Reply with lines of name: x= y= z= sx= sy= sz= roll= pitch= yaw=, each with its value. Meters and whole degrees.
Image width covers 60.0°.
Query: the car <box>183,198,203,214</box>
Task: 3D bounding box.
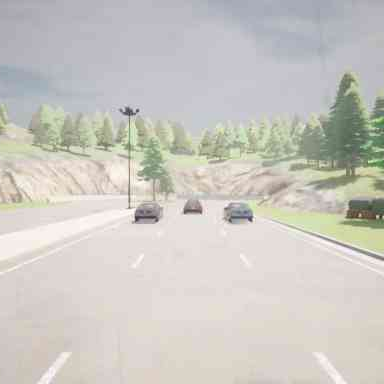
car: x=0.110 y=1.563 z=35.276 sx=1.994 sy=1.385 sz=4.181 roll=0 pitch=0 yaw=0

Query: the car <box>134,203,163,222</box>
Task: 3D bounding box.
car: x=-3.392 y=1.546 z=26.677 sx=2.033 sy=1.411 sz=5.357 roll=0 pitch=0 yaw=0

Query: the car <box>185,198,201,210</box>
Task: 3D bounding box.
car: x=0.170 y=1.546 z=44.515 sx=2.033 sy=1.411 sz=5.357 roll=0 pitch=0 yaw=1

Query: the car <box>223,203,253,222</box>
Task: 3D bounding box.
car: x=3.609 y=1.547 z=26.489 sx=2.033 sy=1.411 sz=5.357 roll=0 pitch=0 yaw=0
